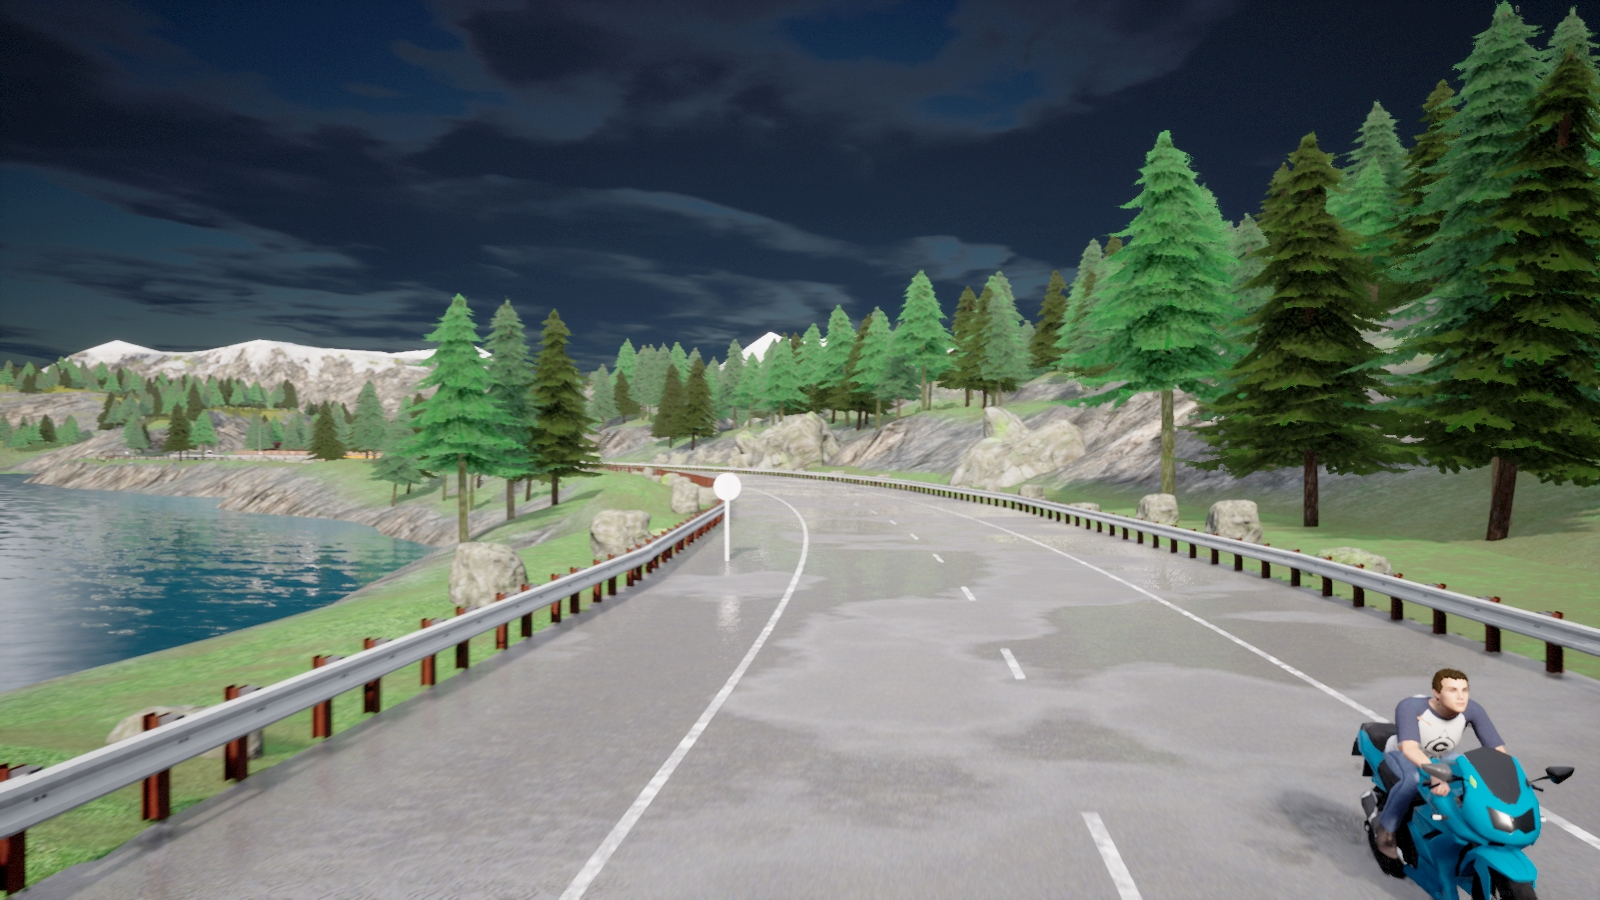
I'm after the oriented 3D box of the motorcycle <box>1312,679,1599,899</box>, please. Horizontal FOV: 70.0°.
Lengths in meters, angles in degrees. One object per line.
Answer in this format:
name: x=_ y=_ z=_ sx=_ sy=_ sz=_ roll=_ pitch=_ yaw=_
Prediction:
motorcycle: x=3.825 y=2.178 z=6.771 sx=0.803 sy=1.217 sz=2.033 roll=0 pitch=0 yaw=4
